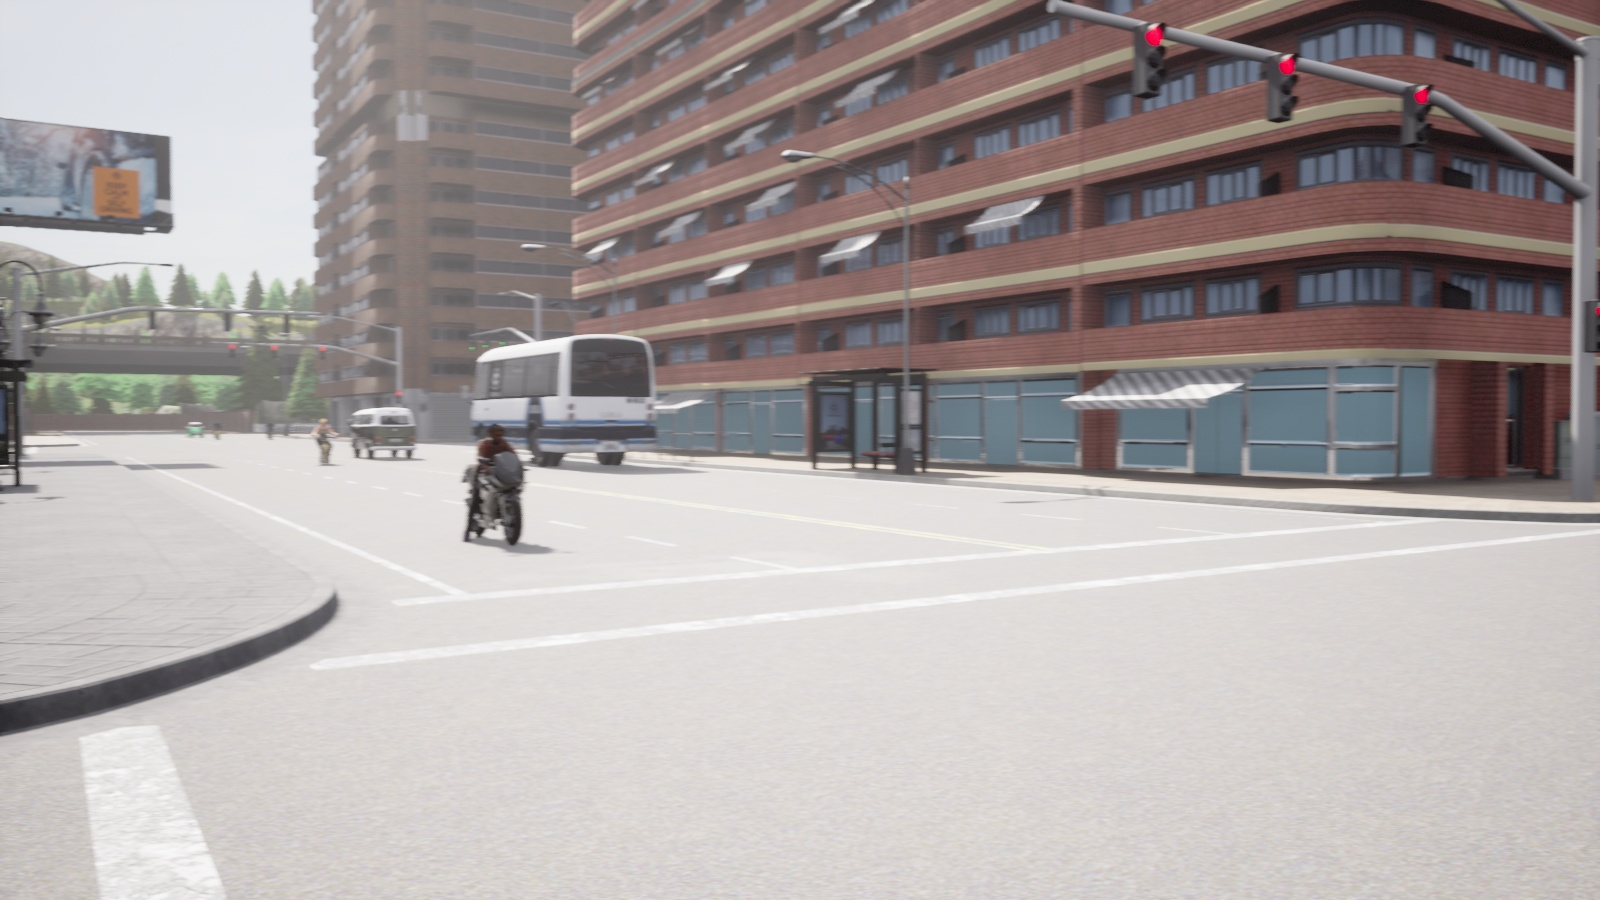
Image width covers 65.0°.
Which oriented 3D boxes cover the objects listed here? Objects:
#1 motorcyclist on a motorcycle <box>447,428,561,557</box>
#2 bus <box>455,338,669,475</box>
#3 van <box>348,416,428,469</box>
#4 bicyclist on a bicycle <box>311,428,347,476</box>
[{"bbox_3d":[-3.819,0.496,16.082,0.797,1.523,2.044,-2,2,-31],"label":"motorcyclist on a motorcycle"},{"bbox_3d":[-8.675,-1.453,44.310,3.944,4.253,10.273,-2,2,-31],"label":"bus"},{"bbox_3d":[-16.813,-0.329,51.080,2.069,2.038,4.480,-2,2,-31],"label":"van"},{"bbox_3d":[-16.335,0.061,43.551,0.866,1.612,1.509,-2,2,-31],"label":"bicyclist on a bicycle"}]
